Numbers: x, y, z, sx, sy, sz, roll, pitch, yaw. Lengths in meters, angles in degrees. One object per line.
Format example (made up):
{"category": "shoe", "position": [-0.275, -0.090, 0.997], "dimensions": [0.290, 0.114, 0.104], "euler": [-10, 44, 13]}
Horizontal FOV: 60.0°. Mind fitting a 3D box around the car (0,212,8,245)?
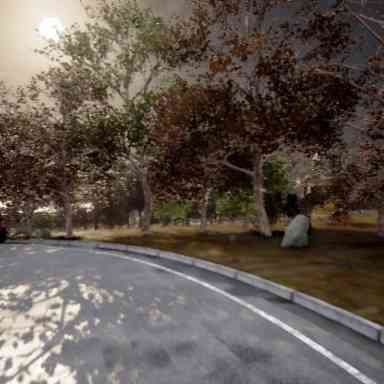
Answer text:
{"category": "car", "position": [-10.731, 1.665, 14.593], "dimensions": [5.566, 2.045, 2.150], "euler": [-3, -2, 21]}
